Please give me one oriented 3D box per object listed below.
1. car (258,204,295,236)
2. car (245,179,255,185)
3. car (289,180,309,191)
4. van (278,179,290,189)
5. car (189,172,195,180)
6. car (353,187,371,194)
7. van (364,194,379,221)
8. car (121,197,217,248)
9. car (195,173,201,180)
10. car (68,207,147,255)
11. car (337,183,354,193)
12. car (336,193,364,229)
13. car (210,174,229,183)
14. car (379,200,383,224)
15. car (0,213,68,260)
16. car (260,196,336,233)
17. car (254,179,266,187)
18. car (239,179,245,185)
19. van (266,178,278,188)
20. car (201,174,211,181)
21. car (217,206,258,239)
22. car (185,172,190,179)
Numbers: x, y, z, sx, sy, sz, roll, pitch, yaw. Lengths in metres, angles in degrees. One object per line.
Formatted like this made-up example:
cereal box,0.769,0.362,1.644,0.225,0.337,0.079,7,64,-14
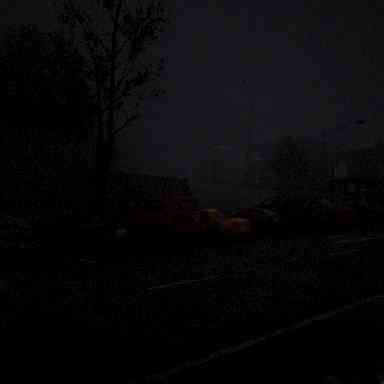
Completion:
car,2.950,1.548,18.528,4.674,1.452,2.002,-1,-1,35
car,14.193,-2.044,73.595,2.002,1.452,4.674,7,4,35
car,21.041,-0.993,63.677,2.231,1.521,4.892,7,3,35
van,19.292,-1.491,66.047,1.878,1.987,4.442,7,4,35
car,2.051,-4.086,90.820,2.185,1.767,4.553,4,1,34
car,27.895,0.136,53.786,2.002,1.452,4.674,7,3,35
van,10.453,1.296,23.625,4.442,1.987,1.878,-1,-1,35
car,-1.993,1.248,15.096,5.566,2.045,2.435,-1,-1,35
car,3.769,-3.851,88.342,2.185,1.767,4.553,6,3,34
car,-4.446,1.524,13.363,4.792,1.488,2.163,-1,-1,35
car,26.216,-0.427,56.267,2.435,2.045,5.566,7,3,35
car,7.907,1.267,21.967,5.566,2.045,2.435,-1,-1,35
car,7.392,-3.177,83.599,1.946,1.575,5.366,7,3,34
car,12.871,1.403,25.364,4.553,1.767,2.185,-1,-1,36
car,-6.874,1.493,11.628,4.892,1.521,2.231,-1,-1,35
car,5.385,1.262,20.274,5.566,2.045,2.435,-1,-1,35
car,16.013,-1.813,71.265,1.946,1.575,5.366,7,3,35
car,12.462,-2.318,76.065,2.002,1.452,4.674,7,3,35
van,17.575,-1.765,68.527,1.878,1.987,4.442,7,4,35
car,5.552,-3.699,85.867,2.435,2.045,5.566,7,4,34
car,0.336,1.503,16.913,5.366,1.575,1.946,-1,-1,35
car,0.291,-4.363,93.176,2.435,2.045,5.566,1,-1,35
